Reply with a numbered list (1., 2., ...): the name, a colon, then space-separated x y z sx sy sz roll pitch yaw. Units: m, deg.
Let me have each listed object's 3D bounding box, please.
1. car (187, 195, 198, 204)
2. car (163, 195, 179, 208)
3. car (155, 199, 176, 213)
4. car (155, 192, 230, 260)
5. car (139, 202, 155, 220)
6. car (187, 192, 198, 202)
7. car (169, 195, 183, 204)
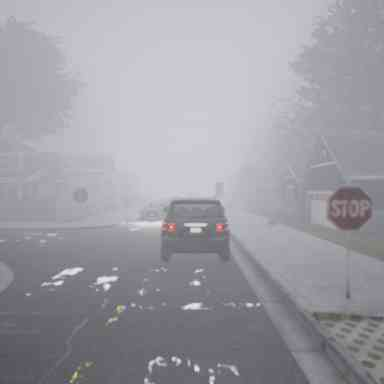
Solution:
1. car: 0.128 1.256 58.035 1.882 1.535 5.008 0 0 0
2. car: -2.827 1.287 46.310 1.882 1.535 5.008 0 0 0
3. car: -2.829 1.447 36.210 1.895 1.301 4.718 0 0 0
4. car: 0.108 1.169 12.261 2.150 2.045 5.566 0 1 0
5. car: -2.843 1.451 26.253 1.994 1.385 4.181 0 0 3
6. car: 0.032 0.982 68.198 2.150 2.045 5.566 0 0 0
7. car: -2.753 1.268 58.689 2.128 1.511 4.902 0 0 1
